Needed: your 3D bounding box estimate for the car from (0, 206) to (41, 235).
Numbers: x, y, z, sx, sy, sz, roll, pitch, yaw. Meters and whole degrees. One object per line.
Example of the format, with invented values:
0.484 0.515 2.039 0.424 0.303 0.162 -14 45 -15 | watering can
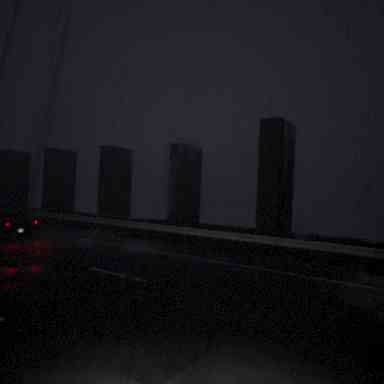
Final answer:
-9.280 1.293 15.435 4.718 1.301 1.895 2 0 30 | car
